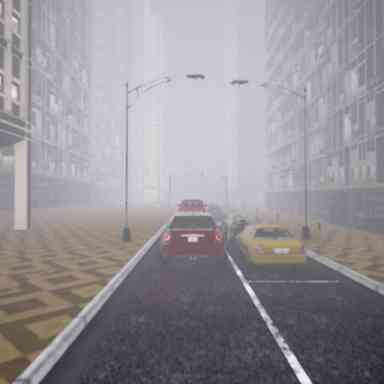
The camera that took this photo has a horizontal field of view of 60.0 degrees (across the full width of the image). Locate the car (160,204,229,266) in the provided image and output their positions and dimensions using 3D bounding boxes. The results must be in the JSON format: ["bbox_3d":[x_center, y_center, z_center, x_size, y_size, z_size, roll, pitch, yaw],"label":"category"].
[{"bbox_3d":[0.044,1.496,12.279,2.097,1.767,4.553,0,-1,1],"label":"car"}]

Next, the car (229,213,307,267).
[{"bbox_3d":[2.562,1.665,11.790,1.752,1.417,4.829,0,-1,0],"label":"car"}]

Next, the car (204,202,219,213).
[{"bbox_3d":[2.558,2.045,45.097,1.752,1.417,4.829,0,-1,0],"label":"car"}]

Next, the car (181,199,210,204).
[{"bbox_3d":[0.032,1.529,26.234,2.150,2.045,5.566,0,0,1],"label":"car"}]

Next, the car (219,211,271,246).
[{"bbox_3d":[2.562,1.752,17.171,2.008,1.369,4.403,0,-1,0],"label":"car"}]

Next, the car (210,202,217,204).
[{"bbox_3d":[2.559,2.000,39.375,1.887,1.381,4.507,0,-1,0],"label":"car"}]
